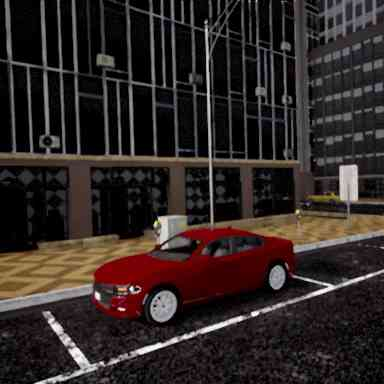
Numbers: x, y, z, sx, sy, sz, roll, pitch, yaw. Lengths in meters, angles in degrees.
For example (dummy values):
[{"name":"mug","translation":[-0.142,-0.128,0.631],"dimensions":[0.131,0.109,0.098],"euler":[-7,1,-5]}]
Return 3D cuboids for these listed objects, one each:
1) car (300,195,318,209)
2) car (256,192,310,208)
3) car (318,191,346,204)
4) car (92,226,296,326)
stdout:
[{"name":"car","translation":[8.892,0.908,30.766],"dimensions":[2.008,1.369,4.403],"euler":[-2,2,-35]},{"name":"car","translation":[9.324,0.780,34.634],"dimensions":[2.033,1.411,5.357],"euler":[-3,2,-35]},{"name":"car","translation":[14.881,0.550,36.714],"dimensions":[1.752,1.417,4.829],"euler":[-2,2,-35]},{"name":"car","translation":[0.240,1.454,6.896],"dimensions":[4.507,1.381,1.887],"euler":[-2,0,-35]}]
